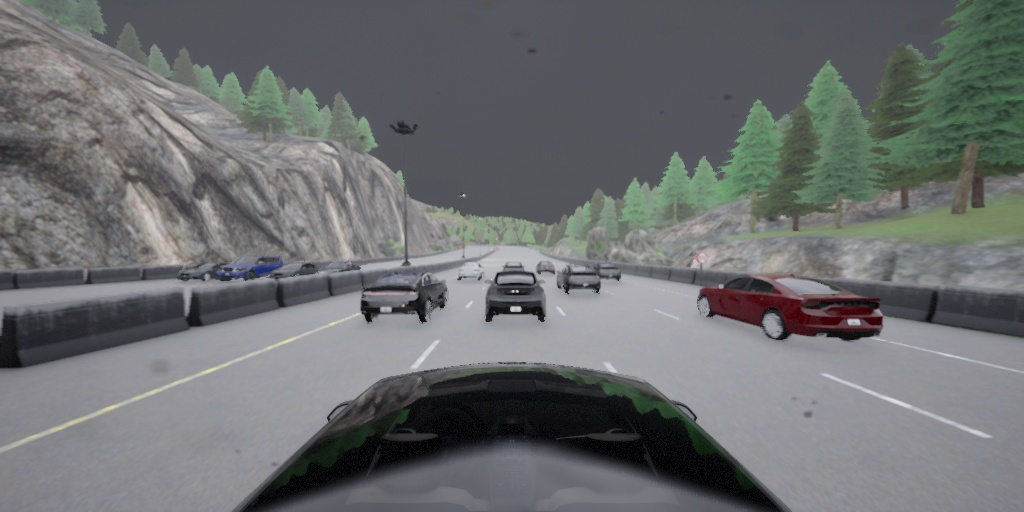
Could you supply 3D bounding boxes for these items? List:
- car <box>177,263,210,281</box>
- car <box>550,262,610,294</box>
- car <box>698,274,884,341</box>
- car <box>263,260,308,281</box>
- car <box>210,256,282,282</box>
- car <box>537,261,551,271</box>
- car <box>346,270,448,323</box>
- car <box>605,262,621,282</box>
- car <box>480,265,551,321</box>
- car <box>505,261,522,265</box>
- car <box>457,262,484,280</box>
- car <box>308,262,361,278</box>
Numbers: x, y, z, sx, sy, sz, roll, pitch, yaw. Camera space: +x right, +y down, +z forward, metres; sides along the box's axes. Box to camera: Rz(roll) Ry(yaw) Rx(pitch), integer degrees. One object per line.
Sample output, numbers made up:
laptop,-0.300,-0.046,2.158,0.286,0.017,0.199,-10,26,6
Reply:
car,-24.481,1.272,29.227,1.837,1.490,4.892,0,0,0
car,3.612,1.223,20.042,2.128,1.511,4.902,0,0,0
car,7.104,1.220,9.919,1.882,1.535,5.008,0,0,0
car,-17.481,1.280,29.221,1.837,1.490,4.892,0,0,0
car,-20.981,0.994,29.190,2.150,2.045,5.566,0,0,0
car,3.628,1.241,39.358,2.033,1.411,5.357,0,0,0
car,-3.395,1.230,12.091,2.128,1.511,4.902,0,0,0
car,7.119,1.215,28.240,2.128,1.511,4.902,0,0,0
car,0.106,1.244,12.471,1.837,1.490,4.892,0,0,0
car,0.121,1.210,30.831,2.128,1.511,4.902,0,0,0
car,-3.380,1.245,30.183,1.812,1.442,4.674,0,0,0
car,-13.981,1.247,29.217,2.128,1.511,4.902,0,0,0
